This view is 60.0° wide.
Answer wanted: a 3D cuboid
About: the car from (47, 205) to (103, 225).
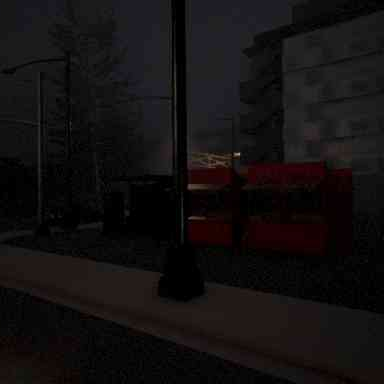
[{"bbox_3d":[-8.336,1.635,24.295,1.994,1.385,4.181,-1,-1,36],"label":"car"}]
